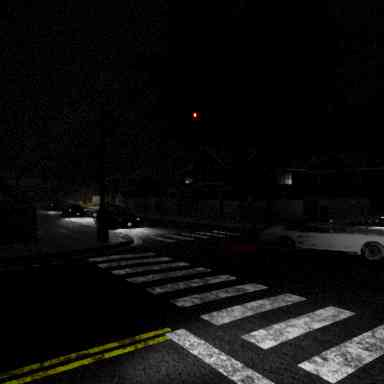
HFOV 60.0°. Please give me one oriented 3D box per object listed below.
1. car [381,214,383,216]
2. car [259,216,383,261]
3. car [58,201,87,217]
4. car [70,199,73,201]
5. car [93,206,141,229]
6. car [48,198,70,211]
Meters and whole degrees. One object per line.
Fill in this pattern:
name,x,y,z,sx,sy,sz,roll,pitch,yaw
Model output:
car,14.552,1.511,22.055,5.357,1.411,2.033,0,0,-36
car,5.088,1.665,12.515,4.718,1.301,1.895,-1,0,29
car,-12.295,1.866,34.532,1.895,1.301,4.718,0,0,-31
car,-23.736,2.005,63.593,1.812,1.442,4.674,0,-1,-23
car,-5.522,1.725,23.766,2.033,1.411,5.357,0,0,-34
car,-18.477,1.704,45.666,2.097,1.767,4.553,0,0,-27
